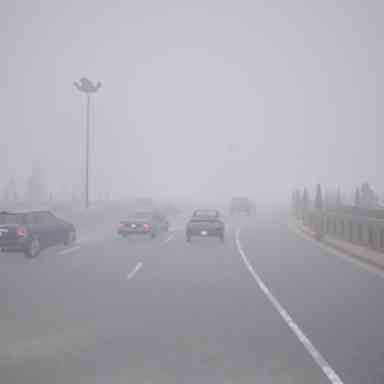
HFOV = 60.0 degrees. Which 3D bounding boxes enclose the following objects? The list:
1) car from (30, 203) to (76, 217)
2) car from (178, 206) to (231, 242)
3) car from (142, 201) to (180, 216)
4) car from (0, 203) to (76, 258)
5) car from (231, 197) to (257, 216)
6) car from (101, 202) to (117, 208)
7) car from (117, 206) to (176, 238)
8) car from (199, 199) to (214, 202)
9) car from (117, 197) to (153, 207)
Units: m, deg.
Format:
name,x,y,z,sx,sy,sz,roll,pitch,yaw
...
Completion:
name,x,y,z,sx,sy,sz,roll,pitch,yaw
car,-16.158,1.993,38.969,2.033,1.411,5.357,0,-1,17
car,0.830,1.666,17.466,2.128,1.511,4.902,0,-1,7
car,-2.803,1.898,34.244,2.033,1.411,5.357,0,-1,17
car,-6.546,1.497,13.622,2.097,1.767,4.553,0,-1,4
car,5.953,1.579,38.106,2.150,2.045,5.566,-1,-1,21
car,-10.428,2.059,44.564,1.994,1.385,4.181,-1,-1,21
car,-2.564,1.741,18.937,2.033,1.411,5.357,0,-1,8
car,3.132,2.286,74.678,1.837,1.490,4.892,-1,-1,37
car,-6.994,1.696,43.850,2.150,2.045,5.566,-1,-1,23
